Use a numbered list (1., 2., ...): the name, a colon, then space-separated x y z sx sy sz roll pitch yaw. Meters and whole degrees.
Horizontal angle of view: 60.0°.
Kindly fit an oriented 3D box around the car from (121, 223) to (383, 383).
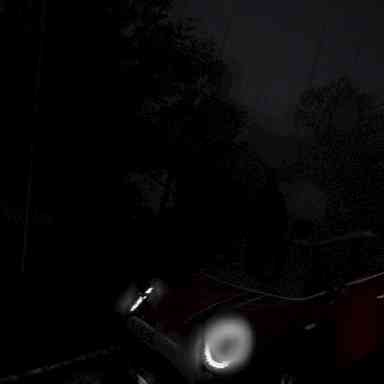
1. car: 1.357 1.358 4.649 4.553 1.767 2.097 0 0 -35
